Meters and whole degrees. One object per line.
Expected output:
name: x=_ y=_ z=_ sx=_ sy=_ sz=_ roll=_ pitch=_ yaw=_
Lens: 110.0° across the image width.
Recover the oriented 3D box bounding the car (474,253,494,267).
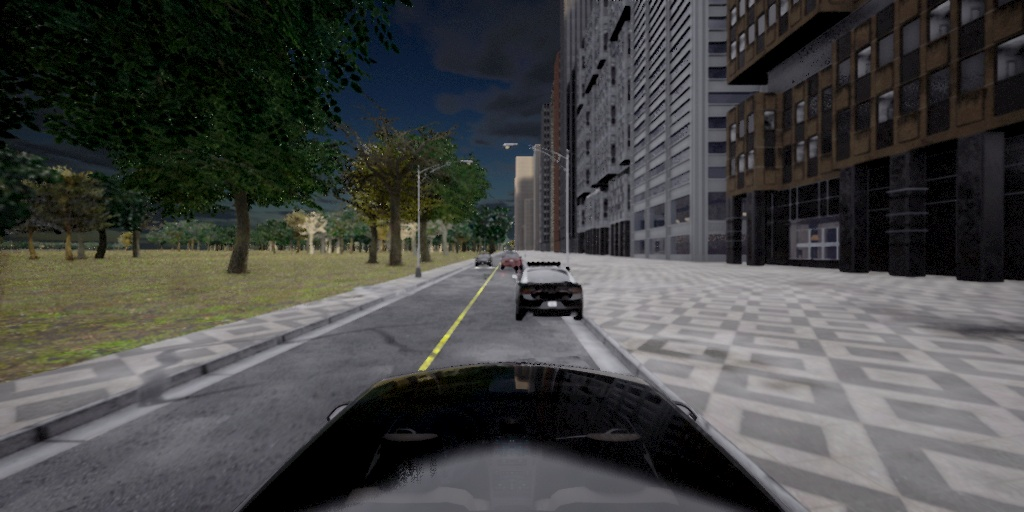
car: x=-3.175 y=0.456 z=41.049 sx=1.837 sy=1.490 sz=4.892 roll=0 pitch=1 yaw=0

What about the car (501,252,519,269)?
car: x=-0.025 y=0.397 z=36.595 sx=2.097 sy=1.767 sz=4.553 roll=0 pitch=1 yaw=0

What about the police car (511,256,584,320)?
police car: x=1.028 y=0.979 z=11.784 sx=1.930 sy=1.638 sz=5.238 roll=0 pitch=1 yaw=0
